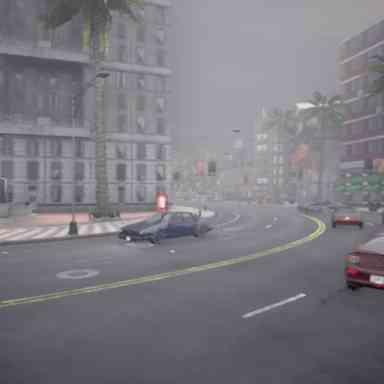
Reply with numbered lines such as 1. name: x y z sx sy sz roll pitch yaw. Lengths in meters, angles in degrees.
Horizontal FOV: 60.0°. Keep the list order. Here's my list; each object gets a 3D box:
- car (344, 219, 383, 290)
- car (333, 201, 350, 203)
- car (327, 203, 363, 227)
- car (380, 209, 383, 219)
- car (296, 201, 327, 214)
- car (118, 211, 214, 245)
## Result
1. car: 5.308 1.584 8.228 1.812 1.442 4.674 0 -1 44
2. car: 17.249 1.774 38.675 2.128 1.511 4.902 0 0 2
3. car: 11.064 1.739 24.018 1.994 1.385 4.181 0 -1 21
4. car: 14.384 1.636 22.966 1.882 1.535 5.008 0 -1 20
5. car: 13.777 1.787 39.294 2.128 1.511 4.902 0 0 1
6. car: -1.078 1.691 16.680 2.033 1.411 5.357 -1 -1 40
